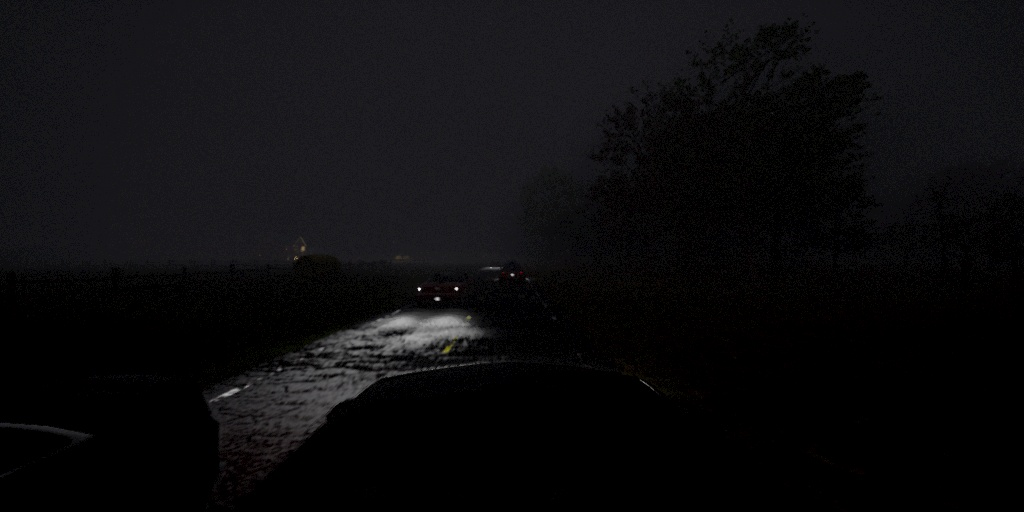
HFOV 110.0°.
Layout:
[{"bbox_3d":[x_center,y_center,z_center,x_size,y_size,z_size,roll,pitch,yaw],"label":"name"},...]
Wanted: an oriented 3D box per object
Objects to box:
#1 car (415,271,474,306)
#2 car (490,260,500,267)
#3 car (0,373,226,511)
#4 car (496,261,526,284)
[{"bbox_3d":[-2.882,1.359,16.069,1.895,1.301,4.718,0,0,0],"label":"car"},{"bbox_3d":[-2.957,1.334,65.100,1.895,1.301,4.718,0,0,0],"label":"car"},{"bbox_3d":[-2.839,1.248,0.329,2.128,1.511,4.902,0,0,0],"label":"car"},{"bbox_3d":[0.023,1.313,27.349,1.994,1.385,4.181,0,0,0],"label":"car"}]
